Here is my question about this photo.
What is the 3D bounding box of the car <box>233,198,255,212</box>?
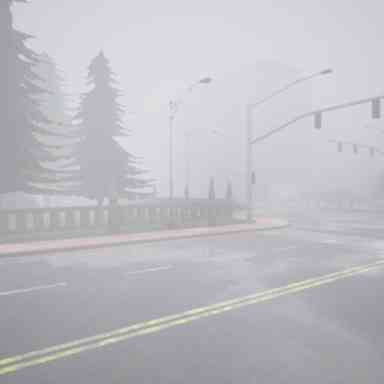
[{"bbox_3d":[5.004,1.379,37.327,1.812,1.442,4.674,0,0,-35],"label":"car"}]

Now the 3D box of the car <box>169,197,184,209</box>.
[{"bbox_3d":[-1.153,1.351,39.946,1.882,1.535,5.008,0,0,-35],"label":"car"}]
